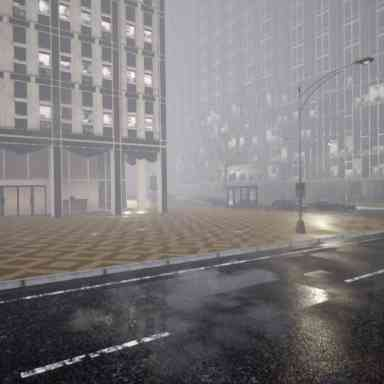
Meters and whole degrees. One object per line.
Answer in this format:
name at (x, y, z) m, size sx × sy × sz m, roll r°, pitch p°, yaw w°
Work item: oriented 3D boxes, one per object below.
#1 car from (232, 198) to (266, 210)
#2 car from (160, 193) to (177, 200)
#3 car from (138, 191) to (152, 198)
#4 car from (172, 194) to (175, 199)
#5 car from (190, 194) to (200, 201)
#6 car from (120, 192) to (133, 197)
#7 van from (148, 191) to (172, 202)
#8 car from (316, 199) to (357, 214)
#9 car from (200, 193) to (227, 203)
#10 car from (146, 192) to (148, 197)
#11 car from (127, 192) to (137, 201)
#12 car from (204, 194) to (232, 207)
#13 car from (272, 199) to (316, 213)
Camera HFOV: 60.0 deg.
car at (7.119, 1.387, 39.607) m, size 1.802 × 1.307 × 4.206 m, roll -1°, pitch 1°, yaw -34°
car at (-5.167, 0.934, 72.529) m, size 1.802 × 1.307 × 4.206 m, roll 0°, pitch 1°, yaw -34°
car at (-11.598, 0.685, 81.900) m, size 1.967 × 1.590 × 4.097 m, roll 0°, pitch 1°, yaw -34°
car at (-5.124, 0.679, 62.383) m, size 2.033 × 1.411 × 5.357 m, roll -1°, pitch 1°, yaw -34°
car at (1.263, 1.042, 63.155) m, size 1.802 × 1.307 × 4.206 m, roll -1°, pitch 1°, yaw -34°
car at (-18.027, 0.687, 91.275) m, size 2.008 × 1.369 × 4.403 m, roll 0°, pitch 1°, yaw -34°
van at (-5.648, 0.936, 58.413) m, size 1.690 × 1.788 × 3.998 m, roll 0°, pitch 1°, yaw -34°
car at (14.207, 1.441, 34.037) m, size 1.895 × 1.301 × 4.718 m, roll -1°, pitch 1°, yaw -34°
car at (3.651, 1.271, 49.436) m, size 1.895 × 1.301 × 4.718 m, roll -1°, pitch 1°, yaw -34°
car at (-8.383, 0.614, 77.212) m, size 2.192 × 1.841 × 5.009 m, roll 0°, pitch 1°, yaw -34°
car at (-12.078, 1.038, 67.789) m, size 2.008 × 1.369 × 4.403 m, roll 0°, pitch 1°, yaw -34°
car at (3.952, 1.318, 44.327) m, size 1.947 × 1.339 × 4.313 m, roll -1°, pitch 1°, yaw -34°
car at (10.320, 1.423, 34.908) m, size 1.947 × 1.339 × 4.313 m, roll -1°, pitch 1°, yaw -34°
